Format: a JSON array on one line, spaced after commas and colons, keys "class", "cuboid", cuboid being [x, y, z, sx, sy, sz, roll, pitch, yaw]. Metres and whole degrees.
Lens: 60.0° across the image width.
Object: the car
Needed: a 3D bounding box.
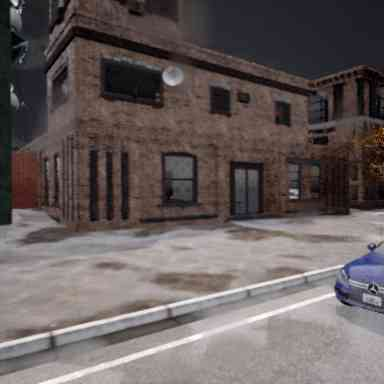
[{"class": "car", "cuboid": [4.878, 1.525, 6.855, 4.674, 1.442, 1.812, 0, 0, -35]}]
